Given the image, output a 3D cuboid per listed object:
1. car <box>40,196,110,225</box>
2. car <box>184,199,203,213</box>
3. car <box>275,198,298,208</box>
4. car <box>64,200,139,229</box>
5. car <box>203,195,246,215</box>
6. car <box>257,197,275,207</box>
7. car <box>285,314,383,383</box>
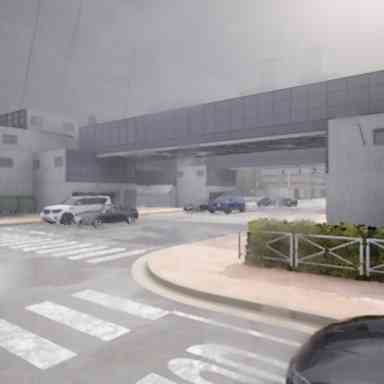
[{"bbox_3d":[-8.463,1.332,25.111,2.150,2.045,5.566,0,0,36],"label":"car"},{"bbox_3d":[0.980,1.602,38.269,2.128,1.511,4.902,0,0,36],"label":"car"},{"bbox_3d":[14.974,1.646,51.612,1.812,1.442,4.674,0,0,36],"label":"car"},{"bbox_3d":[-5.790,1.584,22.832,2.128,1.511,4.902,0,0,36],"label":"car"},{"bbox_3d":[3.903,1.314,36.344,2.150,2.045,5.566,0,0,36],"label":"car"},{"bbox_3d":[12.129,1.666,53.651,1.837,1.490,4.892,0,0,36],"label":"car"},{"bbox_3d":[2.999,1.484,1.848,4.902,1.511,2.128,0,0,36],"label":"car"}]
